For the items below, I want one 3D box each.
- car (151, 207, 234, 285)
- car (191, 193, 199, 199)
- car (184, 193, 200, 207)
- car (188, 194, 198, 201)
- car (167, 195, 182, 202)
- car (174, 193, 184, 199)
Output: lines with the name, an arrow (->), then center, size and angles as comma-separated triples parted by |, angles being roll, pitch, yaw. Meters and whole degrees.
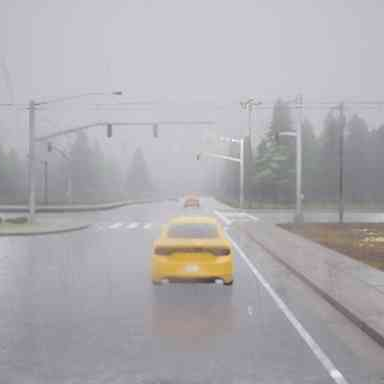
car -> 0.048, 1.419, 9.353 | 1.882, 1.535, 5.008 | 0, 0, 1
car -> 0.694, 0.952, 83.967 | 1.837, 1.490, 4.892 | 0, 0, 2
car -> 0.016, 1.226, 43.016 | 1.882, 1.535, 5.008 | 0, 0, 0
car -> 0.296, 1.108, 73.576 | 2.033, 1.411, 5.357 | 0, 0, 2
car -> -3.476, 1.184, 62.170 | 2.033, 1.411, 5.357 | 0, 0, 1
car -> -3.020, 0.877, 78.645 | 1.895, 1.301, 4.718 | 0, 0, 2
